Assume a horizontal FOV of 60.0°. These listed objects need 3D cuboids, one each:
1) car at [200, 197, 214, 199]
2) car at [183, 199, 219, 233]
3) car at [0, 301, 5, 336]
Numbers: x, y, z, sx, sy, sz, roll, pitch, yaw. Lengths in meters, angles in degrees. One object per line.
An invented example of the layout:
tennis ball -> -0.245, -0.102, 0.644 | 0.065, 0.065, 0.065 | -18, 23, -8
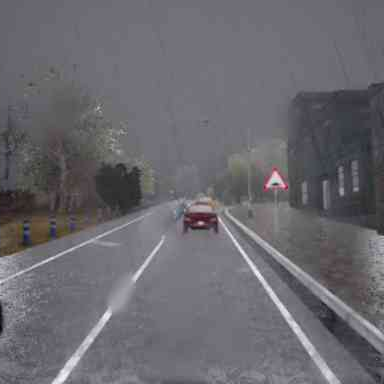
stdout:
car -> 1.732, 1.328, 37.674 | 1.882, 1.535, 5.008 | -1, 2, 12
car -> 0.500, 1.428, 19.317 | 1.882, 1.535, 5.008 | 0, 0, 1
car -> -3.310, 1.591, 1.961 | 1.895, 1.301, 4.718 | 0, 0, 1
